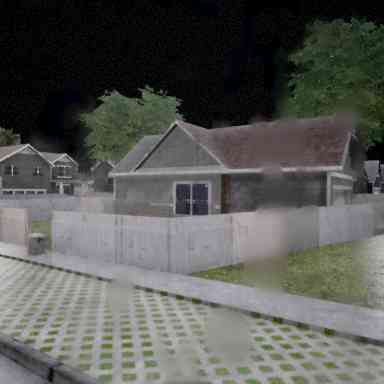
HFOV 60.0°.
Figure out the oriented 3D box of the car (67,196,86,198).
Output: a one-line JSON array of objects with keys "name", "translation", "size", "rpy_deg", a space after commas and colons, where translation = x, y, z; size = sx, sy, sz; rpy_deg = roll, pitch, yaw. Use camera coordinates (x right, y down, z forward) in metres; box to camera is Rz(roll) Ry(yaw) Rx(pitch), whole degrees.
[{"name": "car", "translation": [-12.753, 1.167, 36.183], "size": [1.837, 1.490, 4.892], "rpy_deg": [1, 1, 34]}]
